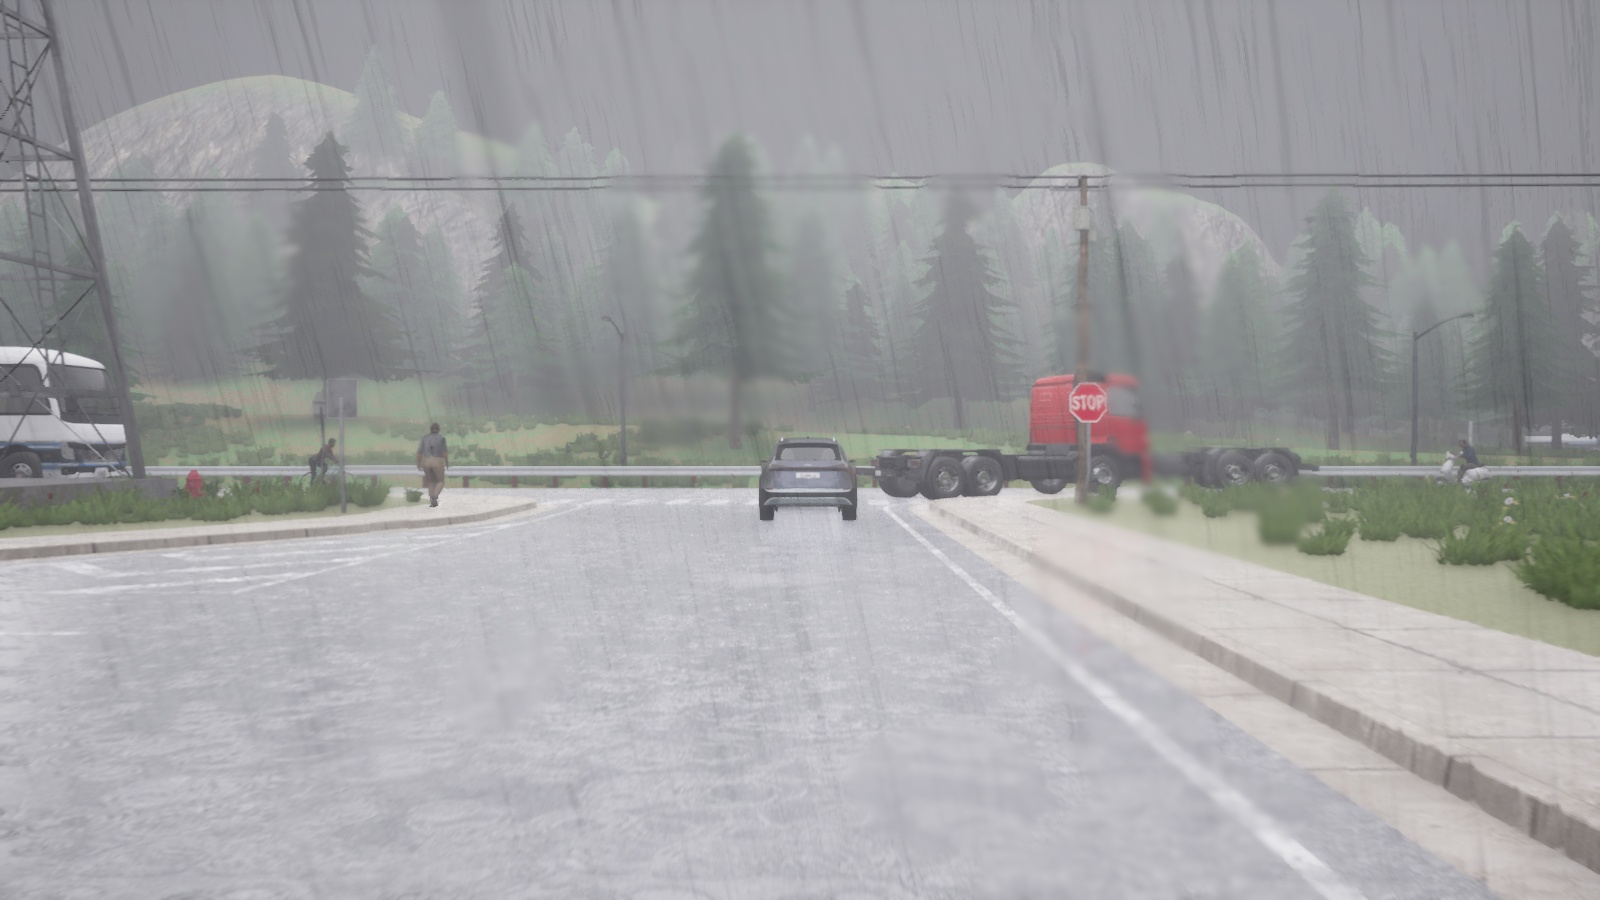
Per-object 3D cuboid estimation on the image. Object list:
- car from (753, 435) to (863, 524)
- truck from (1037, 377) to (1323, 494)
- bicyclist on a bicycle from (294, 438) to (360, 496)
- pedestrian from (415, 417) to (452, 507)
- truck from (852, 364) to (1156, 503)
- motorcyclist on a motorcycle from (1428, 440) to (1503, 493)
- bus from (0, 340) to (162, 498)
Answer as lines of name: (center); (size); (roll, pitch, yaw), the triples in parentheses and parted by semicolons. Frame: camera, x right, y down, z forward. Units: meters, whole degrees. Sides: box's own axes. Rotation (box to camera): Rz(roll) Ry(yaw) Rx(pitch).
car: (0.163, 0.532, 25.725); (2.033, 1.649, 4.856); (0, 0, 0)
truck: (11.502, -0.443, 38.580); (7.936, 3.462, 2.891); (0, 0, 1)
bicyclist on a bicycle: (-13.431, 0.487, 35.666); (1.656, 1.620, 0.582); (0, 0, 1)
pedestrian: (-7.640, 0.248, 26.174); (0.540, 1.848, 0.694); (0, 0, 2)
truck: (5.629, -0.425, 34.338); (7.936, 3.462, 2.891); (0, 0, -25)
motorcyclist on a motorcycle: (20.315, 0.500, 38.378); (1.817, 1.590, 0.866); (0, 0, 1)
bus: (-24.357, -0.852, 35.913); (10.273, 4.253, 3.944); (0, 0, 1)
